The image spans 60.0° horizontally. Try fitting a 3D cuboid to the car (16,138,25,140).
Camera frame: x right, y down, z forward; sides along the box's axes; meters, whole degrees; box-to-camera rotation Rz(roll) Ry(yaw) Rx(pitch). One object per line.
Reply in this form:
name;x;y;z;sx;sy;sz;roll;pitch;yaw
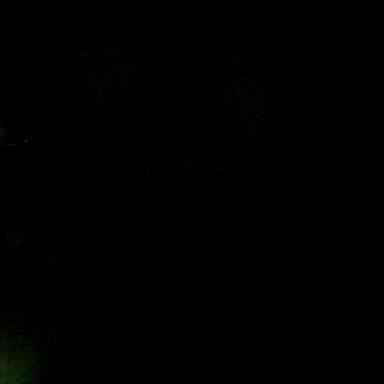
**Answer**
car;-25.943;-8.630;53.966;2.150;2.045;5.566;5;8;12
